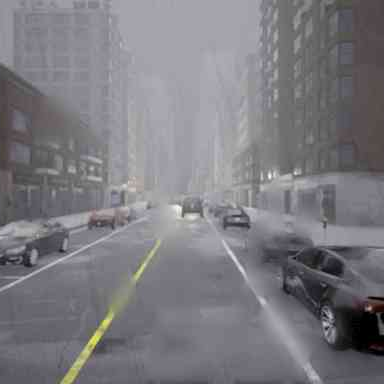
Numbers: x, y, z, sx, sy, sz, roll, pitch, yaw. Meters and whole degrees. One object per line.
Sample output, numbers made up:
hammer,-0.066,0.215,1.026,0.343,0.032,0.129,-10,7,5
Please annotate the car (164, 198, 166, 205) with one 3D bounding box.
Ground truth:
car,-5.790,2.080,66.850,1.802,1.307,4.206,0,0,0

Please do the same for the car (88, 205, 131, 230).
car,-5.706,1.720,22.651,1.887,1.381,4.507,0,0,0

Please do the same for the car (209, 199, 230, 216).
car,3.086,1.751,33.709,1.837,1.490,4.892,0,0,0

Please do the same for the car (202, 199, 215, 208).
car,2.757,1.959,55.828,2.008,1.369,4.403,0,0,0

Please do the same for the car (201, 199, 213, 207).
car,2.746,1.999,61.351,2.008,1.369,4.403,0,0,0

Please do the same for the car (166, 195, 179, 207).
car,-3.136,1.680,61.747,2.150,2.045,5.566,0,0,0

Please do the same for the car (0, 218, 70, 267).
car,-5.686,1.645,11.601,2.008,1.369,4.403,0,0,0

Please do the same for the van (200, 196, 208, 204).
van,2.715,1.911,77.923,1.690,1.788,3.998,0,0,0

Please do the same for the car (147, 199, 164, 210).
car,-5.759,1.943,50.275,1.947,1.339,4.313,0,0,0

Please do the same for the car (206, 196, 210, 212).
car,3.040,1.651,40.680,2.097,1.767,4.553,0,0,0

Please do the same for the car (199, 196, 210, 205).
car,2.725,1.844,72.400,2.192,1.841,5.009,0,0,0

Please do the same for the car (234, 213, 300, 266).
car,2.840,1.636,11.640,2.008,1.369,4.403,0,0,0

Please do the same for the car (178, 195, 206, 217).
car,0.039,1.476,33.996,2.150,2.045,5.566,0,0,0

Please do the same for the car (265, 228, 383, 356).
car,2.850,1.610,6.116,1.947,1.339,4.313,0,0,0

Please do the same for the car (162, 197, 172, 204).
car,-5.811,2.019,77.901,1.967,1.590,4.097,0,0,0

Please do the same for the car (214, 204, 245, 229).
car,2.819,1.733,22.687,1.947,1.339,4.313,0,0,0

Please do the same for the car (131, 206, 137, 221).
car,-5.717,1.798,28.176,1.802,1.307,4.206,0,0,0

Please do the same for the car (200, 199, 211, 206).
car,2.736,2.055,66.874,1.947,1.339,4.313,0,0,0

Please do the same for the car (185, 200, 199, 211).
car,0.018,1.869,46.596,1.812,1.442,4.674,0,0,0

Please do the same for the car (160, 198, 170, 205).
car,-5.801,2.104,72.375,1.947,1.339,4.313,0,0,0
